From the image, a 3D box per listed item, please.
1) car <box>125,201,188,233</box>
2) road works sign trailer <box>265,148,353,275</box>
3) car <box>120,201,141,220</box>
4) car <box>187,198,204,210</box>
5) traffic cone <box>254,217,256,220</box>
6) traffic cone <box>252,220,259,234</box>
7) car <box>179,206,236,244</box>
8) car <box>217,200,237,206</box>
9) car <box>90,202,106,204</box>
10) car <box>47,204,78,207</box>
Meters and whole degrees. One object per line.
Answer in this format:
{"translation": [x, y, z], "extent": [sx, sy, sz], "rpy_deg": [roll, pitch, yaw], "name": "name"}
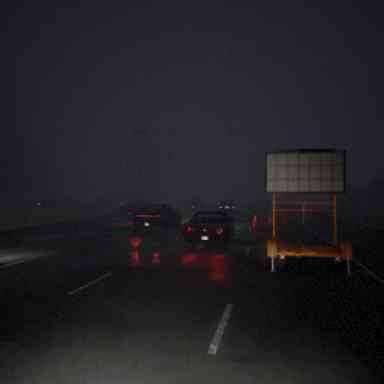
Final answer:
{"translation": [-1.908, 1.466, 19.657], "extent": [2.128, 1.511, 4.902], "rpy_deg": [0, 0, 10], "name": "car"}
{"translation": [3.518, 0.452, 10.519], "extent": [2.380, 3.560, 2.880], "rpy_deg": [0, 0, 11], "name": "road works sign trailer"}
{"translation": [-4.275, 1.442, 27.210], "extent": [1.882, 1.535, 5.008], "rpy_deg": [0, 0, 8], "name": "car"}
{"translation": [0.315, 1.432, 37.152], "extent": [1.882, 1.535, 5.008], "rpy_deg": [0, -1, 5], "name": "car"}
{"translation": [3.736, 1.932, 19.641], "extent": [0.340, 0.580, 0.340], "rpy_deg": [0, 0, 11], "name": "traffic cone"}
{"translation": [3.363, 1.934, 17.676], "extent": [0.340, 0.580, 0.340], "rpy_deg": [0, 0, 11], "name": "traffic cone"}
{"translation": [0.970, 1.581, 15.769], "extent": [1.895, 1.301, 4.718], "rpy_deg": [0, 0, 11], "name": "car"}
{"translation": [3.594, 1.506, 34.139], "extent": [2.033, 1.411, 5.357], "rpy_deg": [0, 0, 5], "name": "car"}
{"translation": [-13.331, 1.425, 48.427], "extent": [2.128, 1.511, 4.902], "rpy_deg": [0, 0, 1], "name": "car"}
{"translation": [-16.958, 1.415, 44.509], "extent": [1.882, 1.535, 5.008], "rpy_deg": [0, 0, 2], "name": "car"}
